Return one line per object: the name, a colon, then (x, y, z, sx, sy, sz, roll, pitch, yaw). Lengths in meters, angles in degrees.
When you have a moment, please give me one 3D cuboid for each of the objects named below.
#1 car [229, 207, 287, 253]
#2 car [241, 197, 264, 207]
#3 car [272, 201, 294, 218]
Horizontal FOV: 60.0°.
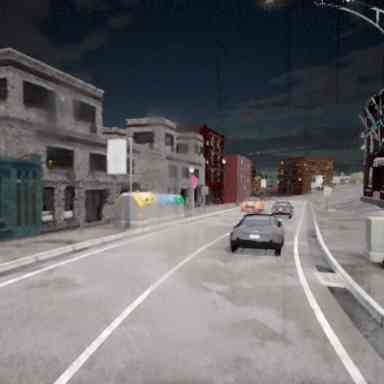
car: (2.806, 1.573, 13.888, 1.994, 1.385, 4.181, 1, 0, 16)
car: (6.940, 1.343, 37.905, 2.097, 1.767, 4.553, 1, 0, 19)
car: (8.442, 1.584, 30.985, 2.033, 1.411, 5.357, 1, 0, 19)
